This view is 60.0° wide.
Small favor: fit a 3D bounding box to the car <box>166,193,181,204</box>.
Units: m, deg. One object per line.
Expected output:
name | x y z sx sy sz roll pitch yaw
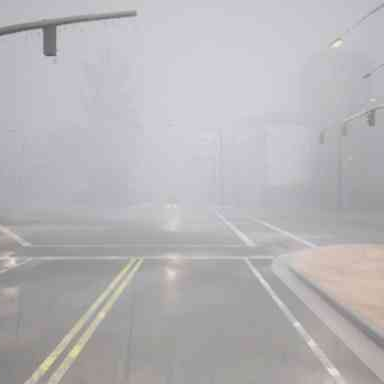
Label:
car | -3.485 1.272 57.364 2.128 1.511 4.902 0 0 0
